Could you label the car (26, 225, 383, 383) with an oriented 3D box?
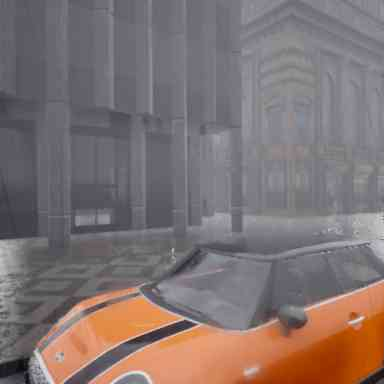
[{"bbox_3d":[0.626,1.350,3.823,4.553,1.767,2.097,0,0,-35],"label":"car"}]
